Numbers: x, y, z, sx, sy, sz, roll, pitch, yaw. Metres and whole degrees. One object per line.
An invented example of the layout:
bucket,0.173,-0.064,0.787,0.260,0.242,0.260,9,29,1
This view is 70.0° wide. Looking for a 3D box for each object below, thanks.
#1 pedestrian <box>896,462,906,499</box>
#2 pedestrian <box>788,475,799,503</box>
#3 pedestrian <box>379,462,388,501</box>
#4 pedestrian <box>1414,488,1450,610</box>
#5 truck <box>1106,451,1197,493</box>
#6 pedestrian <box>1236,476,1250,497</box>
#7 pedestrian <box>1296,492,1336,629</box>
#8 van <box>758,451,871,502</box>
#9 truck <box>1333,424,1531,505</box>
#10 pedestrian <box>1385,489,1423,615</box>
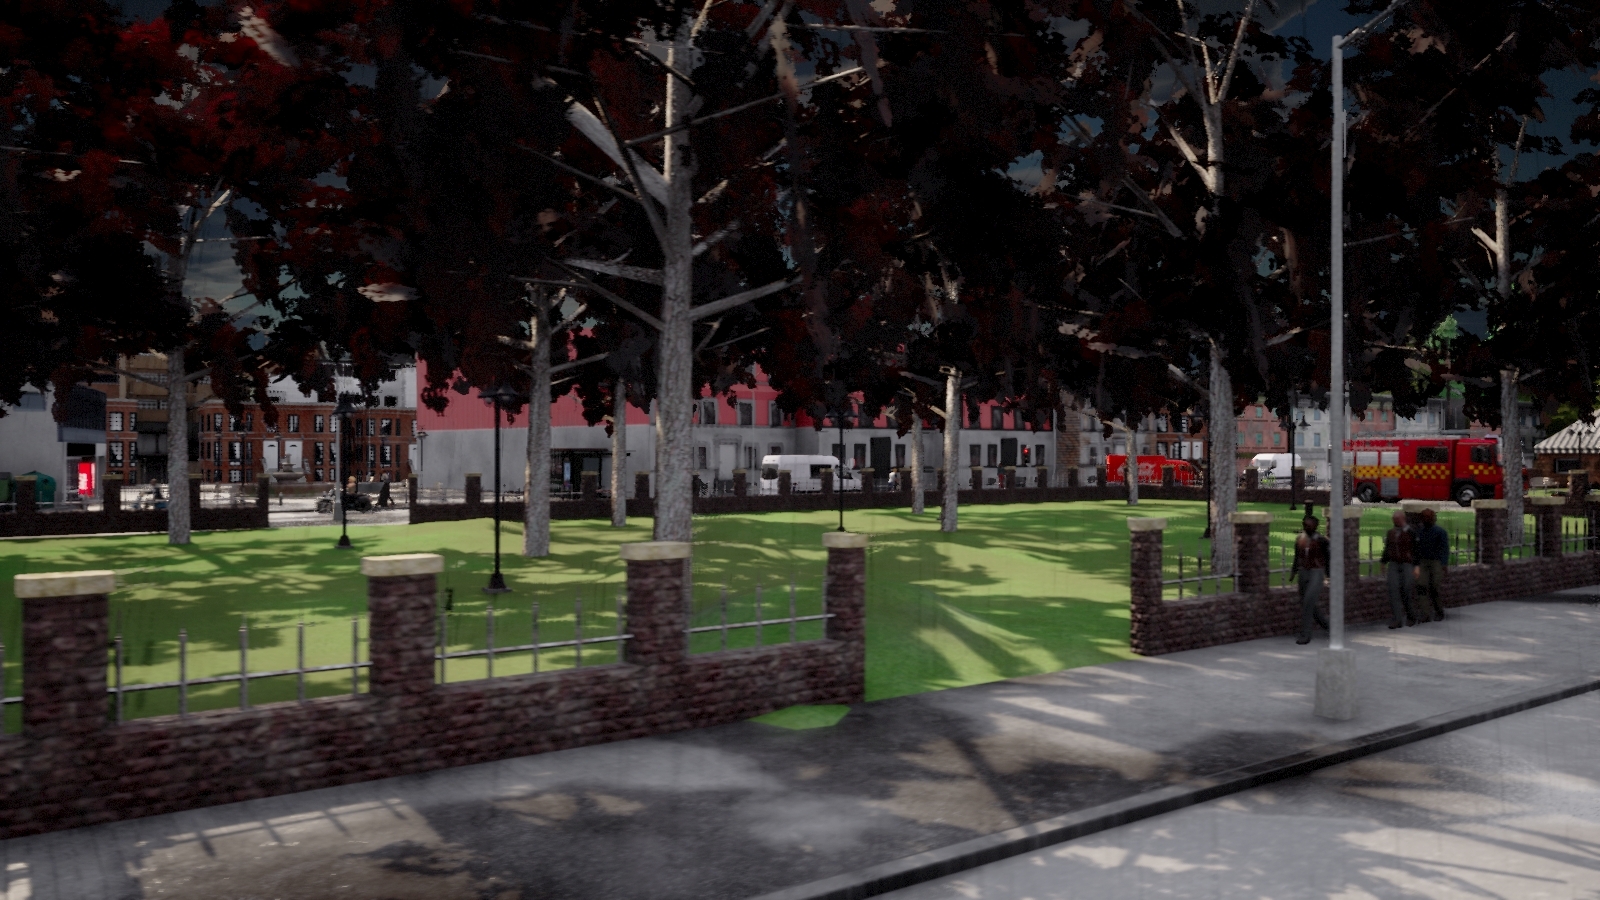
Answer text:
pedestrian,5.064,1.542,57.373,0.375,1.860,0.375,0,0,-36
pedestrian,-0.287,1.818,53.619,0.375,1.300,0.375,0,0,-35
pedestrian,-20.312,1.532,55.763,0.375,1.860,0.375,0,0,-17
pedestrian,9.872,1.533,17.846,0.375,1.860,0.375,0,0,-35
truck,21.905,1.357,71.472,5.204,2.467,2.627,1,-1,13
pedestrian,23.664,1.930,61.001,0.500,1.100,0.500,0,0,-30
pedestrian,7.211,1.532,15.979,0.375,1.860,0.375,0,0,-35
van,0.789,1.331,60.262,5.915,2.561,1.988,0,0,-35
truck,32.114,0.697,58.436,2.891,3.827,8.468,0,0,-34
pedestrian,9.138,1.533,17.294,0.375,1.860,0.375,0,0,-35
